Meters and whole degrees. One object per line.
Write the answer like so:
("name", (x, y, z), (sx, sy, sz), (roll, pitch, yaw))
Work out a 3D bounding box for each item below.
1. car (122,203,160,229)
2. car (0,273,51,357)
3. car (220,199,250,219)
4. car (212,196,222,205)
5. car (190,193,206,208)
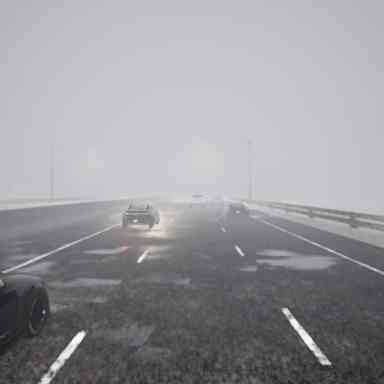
("car", (-3.245, 1.481, 21.723), (2.128, 1.511, 4.902), (0, 0, 1))
("car", (-3.385, 1.561, 3.944), (1.994, 1.385, 4.181), (0, 0, 0))
("car", (3.768, 1.582, 28.753), (1.994, 1.385, 4.181), (0, 0, 1))
("car", (4.538, 1.557, 58.868), (2.033, 1.649, 4.856), (0, -2, 2))
("car", (0.853, 1.257, 50.143), (2.150, 2.045, 5.566), (0, -1, 2))
